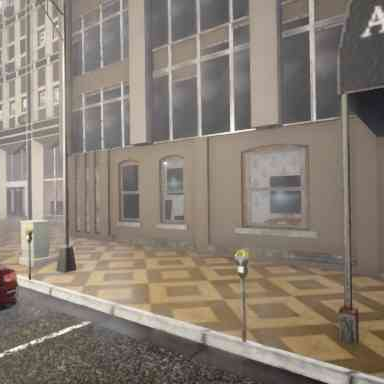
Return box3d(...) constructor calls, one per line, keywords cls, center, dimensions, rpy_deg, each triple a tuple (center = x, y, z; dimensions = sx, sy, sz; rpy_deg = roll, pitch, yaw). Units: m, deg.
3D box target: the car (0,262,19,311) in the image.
box3d(cls="car", center=(-4.975, 1.584, 6.433), dimensions=(4.206, 1.307, 1.802), rpy_deg=(0, -1, 35))
